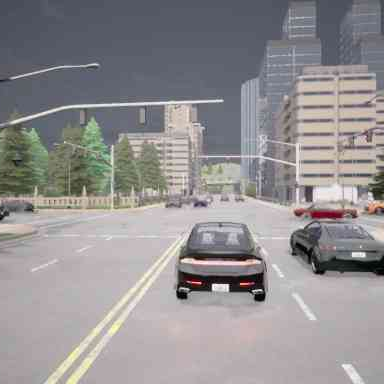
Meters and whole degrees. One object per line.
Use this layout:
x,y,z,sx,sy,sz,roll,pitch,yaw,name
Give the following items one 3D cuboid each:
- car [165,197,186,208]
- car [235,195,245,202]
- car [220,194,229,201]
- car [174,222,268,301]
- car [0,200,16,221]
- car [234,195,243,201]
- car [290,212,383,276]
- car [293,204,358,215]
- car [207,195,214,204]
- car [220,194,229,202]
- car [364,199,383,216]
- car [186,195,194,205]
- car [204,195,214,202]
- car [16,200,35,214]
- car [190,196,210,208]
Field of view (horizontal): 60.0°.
-2.486,1.564,46.554,1.994,1.385,4.181,0,0,6,car
11.002,1.591,76.141,1.895,1.301,4.718,0,0,5,car
8.409,1.353,85.751,2.097,1.767,4.553,0,0,5,car
0.710,1.492,8.339,2.128,1.511,4.902,0,0,5,car
-16.619,1.221,24.784,5.566,2.045,2.150,0,0,7,car
11.896,1.537,85.447,2.033,1.411,5.357,0,0,5,car
4.404,1.564,10.446,1.994,1.385,4.181,0,0,5,car
10.470,1.601,26.203,4.718,1.301,1.895,0,0,20,car
2.591,1.601,62.405,1.895,1.301,4.718,0,0,6,car
7.612,1.549,77.449,1.994,1.385,4.181,0,0,5,car
19.180,1.352,32.156,4.553,1.767,2.097,0,0,7,car
-1.356,1.546,58.181,2.033,1.411,5.357,0,0,6,car
3.870,1.500,75.101,1.837,1.490,4.892,0,0,5,car
-19.202,1.564,35.708,4.181,1.385,1.994,0,0,6,car
1.299,1.601,49.344,1.895,1.301,4.718,0,0,6,car
